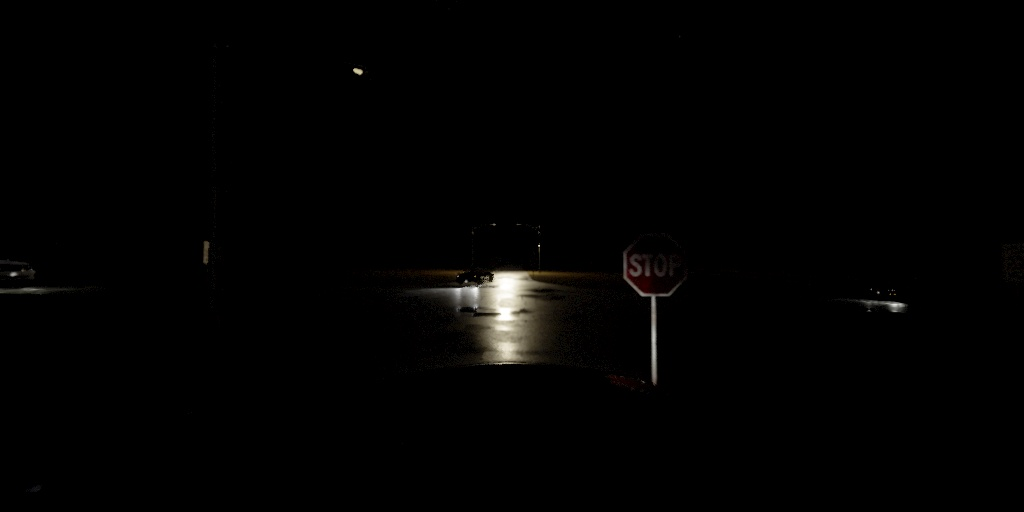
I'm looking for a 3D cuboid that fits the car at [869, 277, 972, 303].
[{"bbox_3d":[24.569,2.012,21.656,4.892,1.490,1.837,1,-2,1],"label":"car"}]

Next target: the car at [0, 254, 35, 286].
[{"bbox_3d":[-28.378,0.534,18.496,5.566,2.045,2.150,1,-2,1],"label":"car"}]

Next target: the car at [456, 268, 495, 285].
[{"bbox_3d":[-3.008,1.694,30.184,1.895,1.301,4.718,0,-1,15],"label":"car"}]
